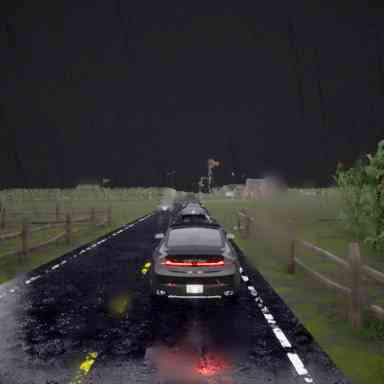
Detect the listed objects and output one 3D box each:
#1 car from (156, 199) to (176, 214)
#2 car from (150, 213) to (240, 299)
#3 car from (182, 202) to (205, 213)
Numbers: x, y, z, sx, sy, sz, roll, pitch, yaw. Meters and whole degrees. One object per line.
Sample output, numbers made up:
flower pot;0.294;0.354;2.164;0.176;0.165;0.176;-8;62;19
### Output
car;-2.776;1.517;36.439;2.128;1.511;4.902;0;0;0
car;0.076;1.506;8.447;1.837;1.490;4.892;0;0;1
car;0.126;1.581;28.701;1.994;1.385;4.181;0;0;0
